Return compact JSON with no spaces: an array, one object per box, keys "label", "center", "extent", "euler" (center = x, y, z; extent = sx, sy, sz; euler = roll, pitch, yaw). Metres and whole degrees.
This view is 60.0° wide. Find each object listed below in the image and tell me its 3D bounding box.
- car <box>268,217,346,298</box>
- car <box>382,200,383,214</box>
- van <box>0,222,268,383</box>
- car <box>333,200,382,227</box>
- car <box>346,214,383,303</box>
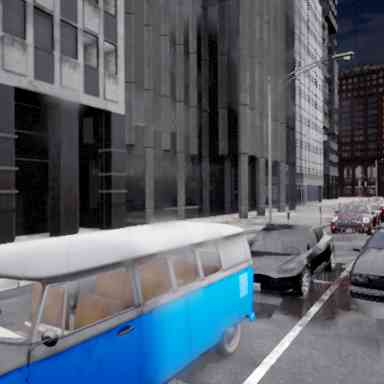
[{"label":"car","center":[2.476,1.541,8.619],"extent":[1.947,1.339,4.313],"euler":[0,0,34]},{"label":"car","center":[11.981,1.445,22.613],"extent":[1.887,1.381,4.507],"euler":[0,0,34]},{"label":"van","center":[-0.693,1.345,3.954],"extent":[1.690,1.788,3.998],"euler":[0,0,34]},{"label":"car","center":[8.812,1.364,17.949],"extent":[1.967,1.590,4.097],"euler":[0,0,34]},{"label":"car","center":[5.092,1.502,7.900],"extent":[2.033,1.411,5.357],"euler":[0,0,34]}]
